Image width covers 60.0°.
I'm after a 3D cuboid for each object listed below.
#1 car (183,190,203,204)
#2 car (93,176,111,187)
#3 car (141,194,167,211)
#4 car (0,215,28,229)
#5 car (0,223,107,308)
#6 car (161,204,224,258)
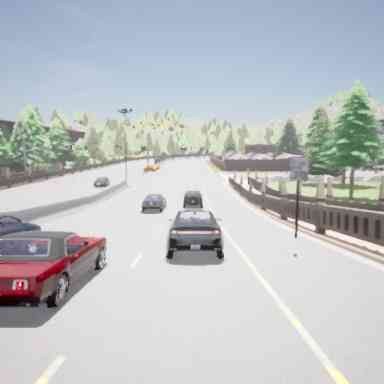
[{"bbox_3d":[0.097,0.540,33.513,1.882,1.535,5.008,0,5,0],"label":"car"},{"bbox_3d":[-14.077,-1.646,52.195,2.128,1.511,4.902,0,7,-2],"label":"car"},{"bbox_3d":[-3.398,0.863,30.245,2.033,1.411,5.357,0,4,0],"label":"car"},{"bbox_3d":[-6.898,1.480,11.621,1.994,1.385,4.181,0,0,0],"label":"car"},{"bbox_3d":[-3.398,1.544,7.719,1.895,1.301,4.718,0,0,0],"label":"car"},{"bbox_3d":[0.103,1.403,12.315,2.128,1.511,4.902,0,0,0],"label":"car"}]
